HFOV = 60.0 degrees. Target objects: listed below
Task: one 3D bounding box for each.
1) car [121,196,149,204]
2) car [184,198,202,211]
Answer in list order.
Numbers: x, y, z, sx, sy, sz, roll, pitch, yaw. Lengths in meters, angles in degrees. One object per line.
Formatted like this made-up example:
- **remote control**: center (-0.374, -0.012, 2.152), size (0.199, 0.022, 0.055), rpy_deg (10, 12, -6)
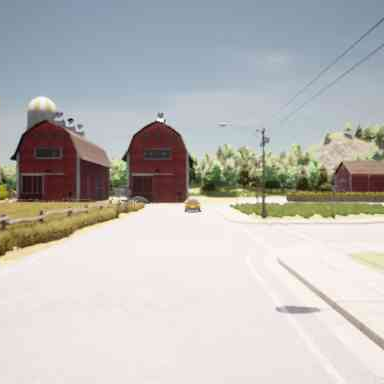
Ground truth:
- **car**: center (-9.685, 1.492, 55.658), size (4.902, 1.511, 2.128), rpy_deg (0, 0, 14)
- **car**: center (0.106, 1.478, 39.794), size (1.882, 1.535, 5.008), rpy_deg (0, 0, 0)
